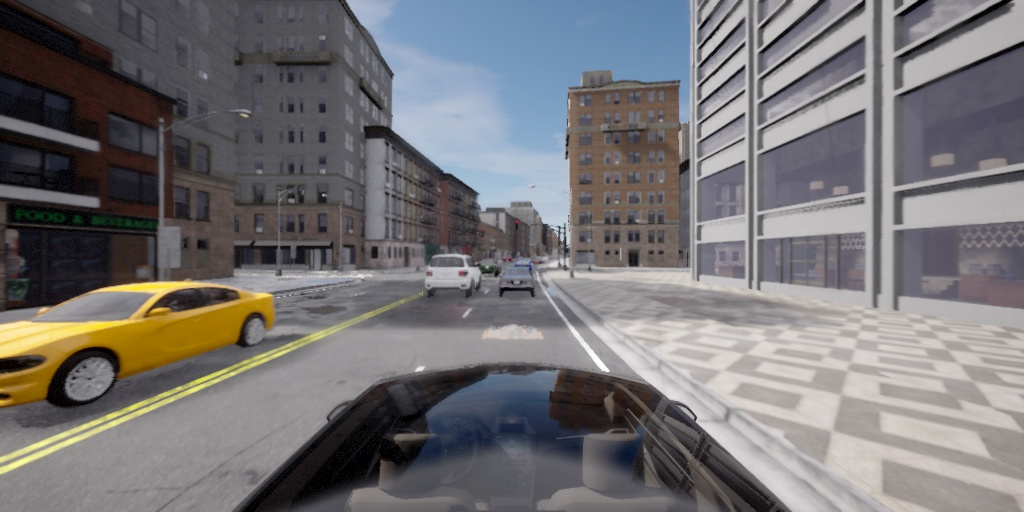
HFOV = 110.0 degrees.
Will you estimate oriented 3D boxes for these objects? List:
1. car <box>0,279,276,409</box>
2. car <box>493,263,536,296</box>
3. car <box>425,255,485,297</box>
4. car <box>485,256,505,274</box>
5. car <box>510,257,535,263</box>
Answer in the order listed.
[{"bbox_3d":[-6.571,1.230,6.436,1.882,1.535,5.008,0,0,0],"label":"car"},{"bbox_3d":[0.308,1.282,19.377,2.033,1.411,5.357,0,0,2],"label":"car"},{"bbox_3d":[-2.934,0.956,18.891,2.150,2.045,5.566,0,0,2],"label":"car"},{"bbox_3d":[-2.193,1.060,35.494,2.097,1.767,4.553,0,0,3],"label":"car"},{"bbox_3d":[1.183,1.181,37.443,1.882,1.535,5.008,0,0,4],"label":"car"}]
